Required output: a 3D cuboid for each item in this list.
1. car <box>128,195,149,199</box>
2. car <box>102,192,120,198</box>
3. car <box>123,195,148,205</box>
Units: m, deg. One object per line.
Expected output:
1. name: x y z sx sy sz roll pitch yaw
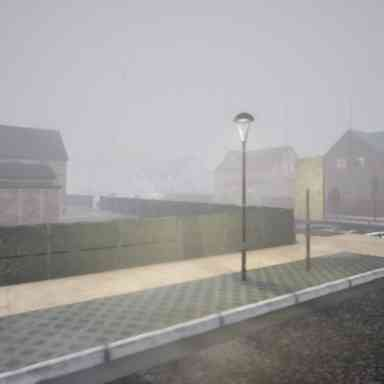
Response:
1. car: -6.404 1.129 40.245 2.128 1.511 4.902 0 1 -34
2. car: -13.801 0.802 56.150 2.097 1.767 4.553 0 1 -34
3. car: -8.188 1.119 47.997 1.994 1.385 4.181 0 1 -34
